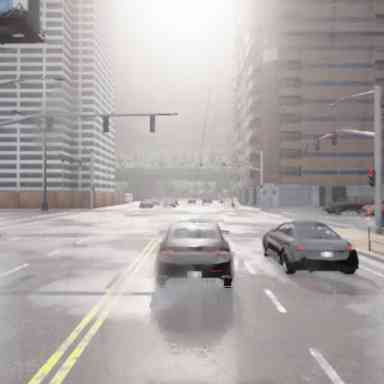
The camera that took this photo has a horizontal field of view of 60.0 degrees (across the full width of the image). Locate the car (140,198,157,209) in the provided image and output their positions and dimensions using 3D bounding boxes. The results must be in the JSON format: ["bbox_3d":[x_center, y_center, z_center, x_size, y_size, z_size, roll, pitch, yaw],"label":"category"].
[{"bbox_3d":[-7.132,1.841,52.896,1.812,1.442,4.674,0,0,1],"label":"car"}]

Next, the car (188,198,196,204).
[{"bbox_3d":[-0.050,1.986,74.884,2.033,1.411,5.357,0,0,0],"label":"car"}]

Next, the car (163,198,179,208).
[{"bbox_3d":[-3.626,1.817,54.688,2.128,1.511,4.902,0,0,0],"label":"car"}]

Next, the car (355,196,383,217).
[{"bbox_3d":[18.996,1.547,32.581,4.553,1.767,2.097,0,0,0],"label":"car"}]

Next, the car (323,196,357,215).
[{"bbox_3d":[17.173,1.437,36.103,5.566,2.045,2.150,0,0,0],"label":"car"}]

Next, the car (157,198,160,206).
[{"bbox_3d":[-7.098,1.900,62.809,1.812,1.442,4.674,0,0,1],"label":"car"}]

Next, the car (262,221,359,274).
[{"bbox_3d":[3.574,1.629,10.773,1.994,1.385,4.181,0,0,0],"label":"car"}]

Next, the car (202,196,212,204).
[{"bbox_3d":[3.448,1.810,76.428,2.097,1.767,4.553,0,0,0],"label":"car"}]

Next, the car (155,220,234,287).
[{"bbox_3d":[0.065,1.550,9.490,2.128,1.511,4.902,0,0,0],"label":"car"}]

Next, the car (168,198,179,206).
[{"bbox_3d":[-3.589,1.890,64.627,1.837,1.490,4.892,0,0,0],"label":"car"}]
